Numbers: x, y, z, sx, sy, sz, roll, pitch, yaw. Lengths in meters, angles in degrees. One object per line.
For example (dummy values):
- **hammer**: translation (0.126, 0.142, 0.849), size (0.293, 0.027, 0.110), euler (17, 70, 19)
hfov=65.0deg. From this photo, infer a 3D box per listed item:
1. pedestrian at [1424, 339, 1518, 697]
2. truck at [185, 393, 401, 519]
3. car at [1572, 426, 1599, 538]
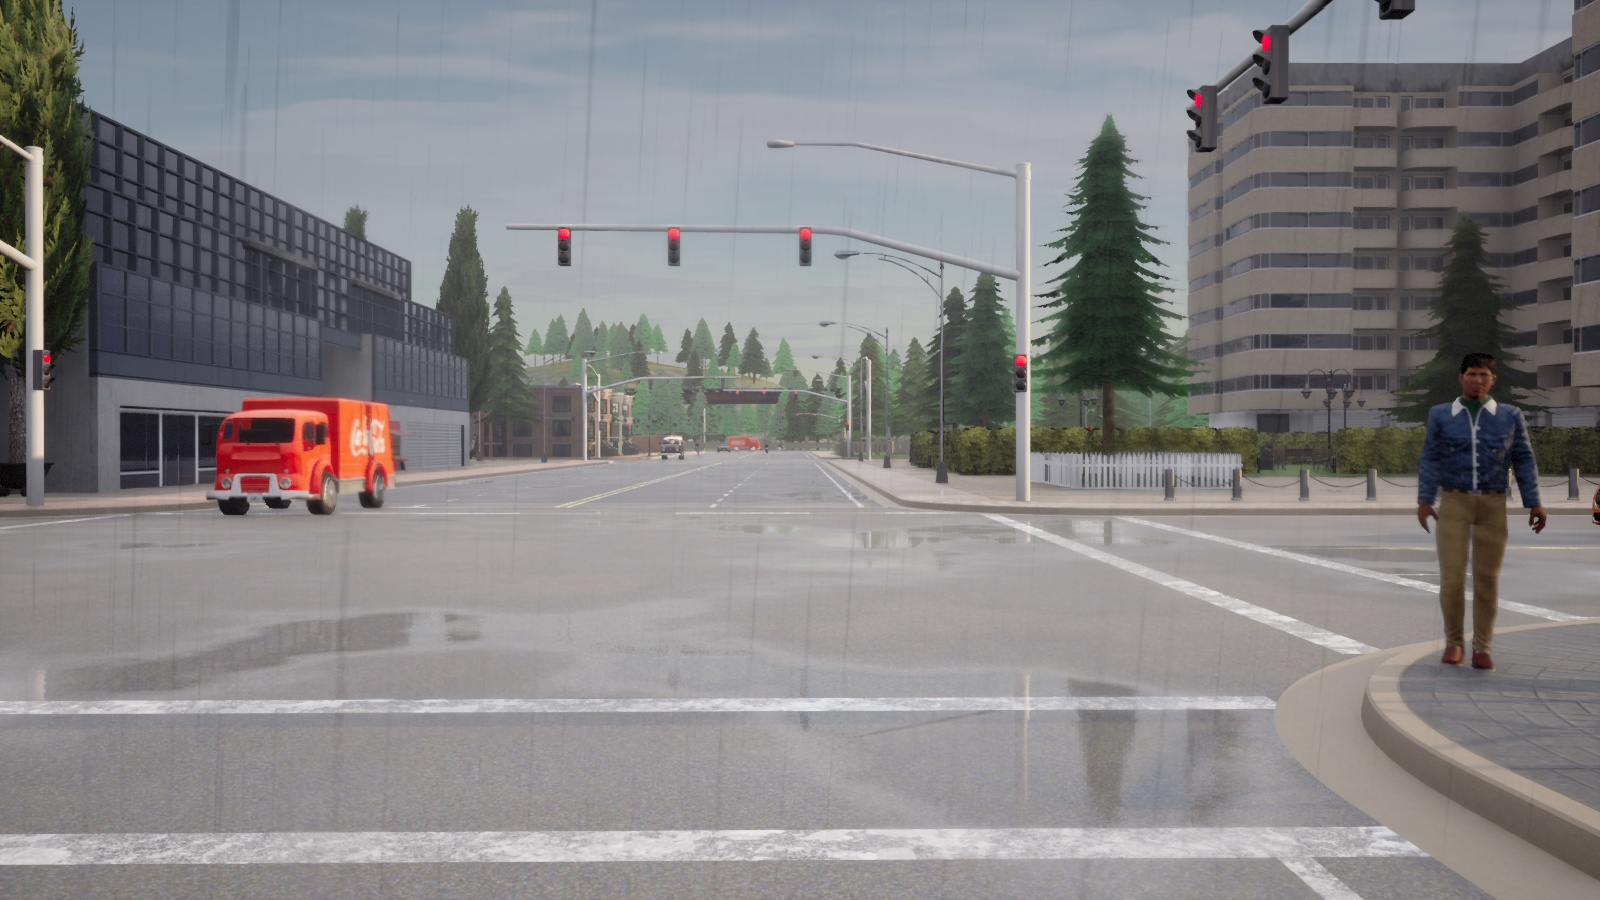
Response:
- **pedestrian**: translation (3.900, 0.367, 7.281), size (0.423, 1.949, 0.788), euler (0, 0, 32)
- **truck**: translation (-10.772, 0.097, 27.249), size (2.627, 2.467, 5.204), euler (0, 0, -1)
- **car**: translation (14.889, 0.507, 19.479), size (4.553, 1.767, 2.097), euler (0, 0, 0)
